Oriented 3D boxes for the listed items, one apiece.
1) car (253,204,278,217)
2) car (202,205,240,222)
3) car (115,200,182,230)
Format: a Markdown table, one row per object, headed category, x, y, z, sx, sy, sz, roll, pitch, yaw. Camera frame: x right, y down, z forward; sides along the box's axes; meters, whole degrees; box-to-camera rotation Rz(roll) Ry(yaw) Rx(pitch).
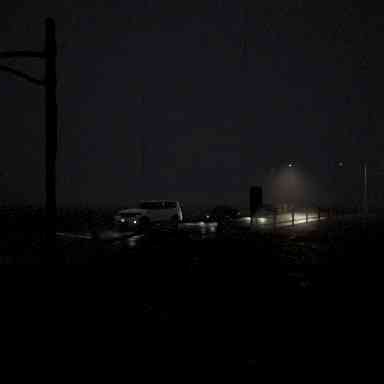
| category | x | y | z | sx | sy | sz | roll | pitch | yaw |
| --- | --- | --- | --- | --- | --- | --- | --- | --- | --- |
| car | 9.008 | 2.258 | 41.047 | 1.882 | 1.535 | 5.008 | 0 | -1 | 36 |
| car | 2.912 | 2.070 | 32.669 | 2.128 | 1.511 | 4.902 | 0 | -1 | 36 |
| car | -3.012 | 1.607 | 24.514 | 2.150 | 2.045 | 5.566 | 0 | -1 | 36 |
